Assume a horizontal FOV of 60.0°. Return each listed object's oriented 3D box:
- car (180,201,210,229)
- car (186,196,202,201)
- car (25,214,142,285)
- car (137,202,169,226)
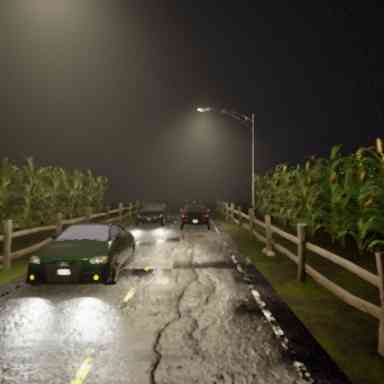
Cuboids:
[{"bbox_3d":[0.200,1.529,21.585,1.812,1.442,4.674,0,0,0],"label":"car"},{"bbox_3d":[0.317,1.377,45.064,2.097,1.767,4.553,0,0,0],"label":"car"},{"bbox_3d":[-2.806,1.559,9.294,1.994,1.385,4.181,0,0,0],"label":"car"},{"bbox_3d":[-2.703,1.478,23.550,1.882,1.535,5.008,0,0,1],"label":"car"}]
